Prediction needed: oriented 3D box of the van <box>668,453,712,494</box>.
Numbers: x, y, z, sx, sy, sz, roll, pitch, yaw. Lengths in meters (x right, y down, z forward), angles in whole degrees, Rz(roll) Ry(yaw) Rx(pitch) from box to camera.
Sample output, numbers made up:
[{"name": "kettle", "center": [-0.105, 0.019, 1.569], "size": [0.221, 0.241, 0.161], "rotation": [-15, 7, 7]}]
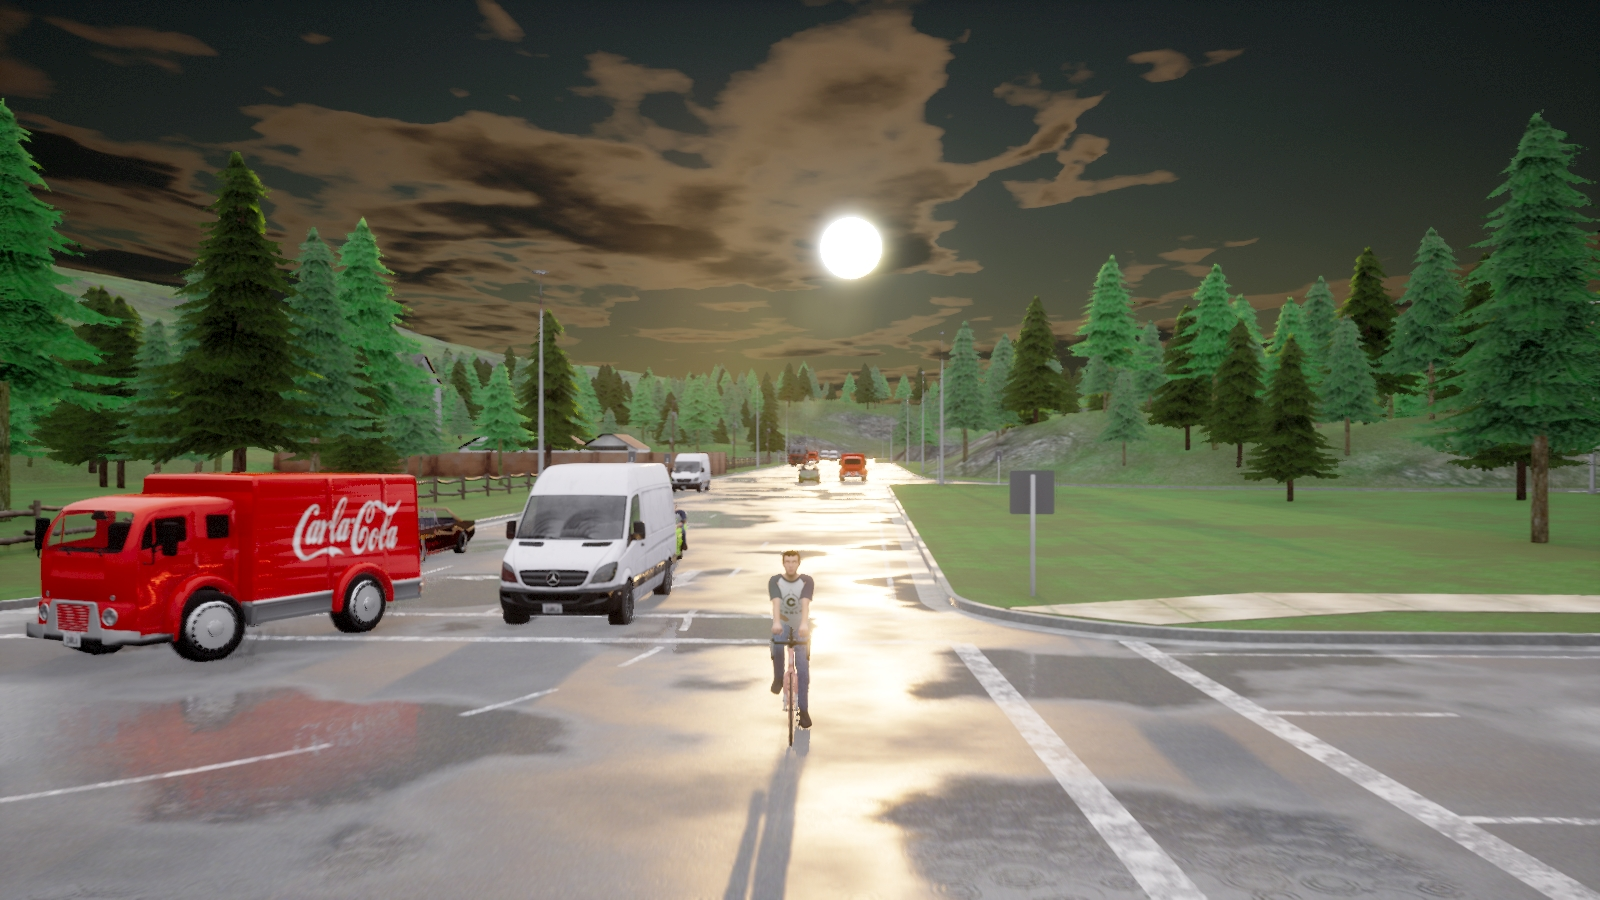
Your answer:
[{"name": "van", "center": [-7.303, 1.518, 76.383], "size": [1.988, 2.561, 5.915], "rotation": [0, 1, 3]}]

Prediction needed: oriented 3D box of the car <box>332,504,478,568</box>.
[{"name": "car", "center": [-10.051, 2.150, 29.472], "size": [1.895, 1.301, 4.718], "rotation": [0, 0, 3]}]

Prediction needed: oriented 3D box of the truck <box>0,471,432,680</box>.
[{"name": "truck", "center": [-8.202, 1.573, 16.755], "size": [2.627, 2.467, 5.204], "rotation": [0, 0, 21]}]

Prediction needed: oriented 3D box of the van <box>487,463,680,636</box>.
[{"name": "van", "center": [-3.594, 1.531, 20.253], "size": [1.988, 2.561, 5.915], "rotation": [0, 0, 3]}]

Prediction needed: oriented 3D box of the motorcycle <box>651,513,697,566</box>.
[{"name": "motorcycle", "center": [-3.108, 2.184, 28.308], "size": [0.803, 1.199, 2.033], "rotation": [0, -1, 3]}]

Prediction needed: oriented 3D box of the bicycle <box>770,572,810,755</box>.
[{"name": "bicycle", "center": [-0.087, 2.054, 11.340], "size": [0.373, 1.496, 1.643], "rotation": [0, 1, 0]}]
